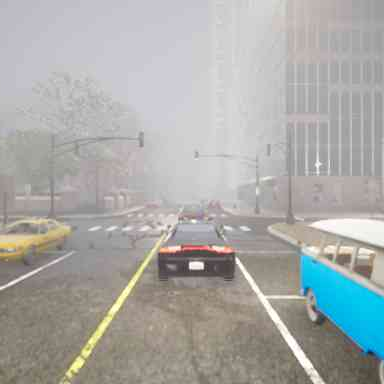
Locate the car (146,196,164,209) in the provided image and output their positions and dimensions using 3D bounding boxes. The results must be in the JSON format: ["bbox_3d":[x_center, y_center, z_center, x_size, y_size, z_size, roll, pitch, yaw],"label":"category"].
[{"bbox_3d":[-5.645,1.716,48.397,1.887,1.381,4.507,0,0,0],"label":"car"}]

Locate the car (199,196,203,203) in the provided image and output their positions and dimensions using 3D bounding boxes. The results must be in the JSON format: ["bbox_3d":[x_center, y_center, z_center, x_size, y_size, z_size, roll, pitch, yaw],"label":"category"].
[{"bbox_3d":[2.756,1.812,71.117,1.947,1.339,4.313,0,0,0],"label":"car"}]

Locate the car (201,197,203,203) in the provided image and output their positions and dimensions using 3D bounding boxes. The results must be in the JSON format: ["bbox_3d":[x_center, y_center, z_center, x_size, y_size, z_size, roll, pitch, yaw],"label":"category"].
[{"bbox_3d":[2.735,1.737,48.392,1.947,1.339,4.313,0,0,0],"label":"car"}]

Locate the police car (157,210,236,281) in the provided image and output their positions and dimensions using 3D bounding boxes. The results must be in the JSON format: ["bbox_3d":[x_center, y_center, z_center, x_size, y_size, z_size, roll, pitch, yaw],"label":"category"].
[{"bbox_3d":[0.108,1.540,10.127,2.038,1.542,4.974,0,0,0],"label":"police car"}]

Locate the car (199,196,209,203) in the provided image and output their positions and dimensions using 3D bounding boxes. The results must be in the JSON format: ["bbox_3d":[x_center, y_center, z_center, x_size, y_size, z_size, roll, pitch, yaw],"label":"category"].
[{"bbox_3d":[2.762,1.702,76.798,1.967,1.590,4.097,0,0,0],"label":"car"}]

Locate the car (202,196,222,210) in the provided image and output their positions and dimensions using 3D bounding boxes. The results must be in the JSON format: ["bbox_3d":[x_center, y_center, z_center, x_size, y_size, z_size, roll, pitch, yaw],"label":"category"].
[{"bbox_3d":[2.731,1.591,42.712,1.967,1.590,4.097,0,0,0],"label":"car"}]

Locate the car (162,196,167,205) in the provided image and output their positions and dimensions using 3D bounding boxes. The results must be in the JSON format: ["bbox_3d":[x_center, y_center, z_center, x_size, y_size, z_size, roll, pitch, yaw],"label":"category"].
[{"bbox_3d":[-5.640,1.742,54.080,2.008,1.369,4.403,0,0,0],"label":"car"}]

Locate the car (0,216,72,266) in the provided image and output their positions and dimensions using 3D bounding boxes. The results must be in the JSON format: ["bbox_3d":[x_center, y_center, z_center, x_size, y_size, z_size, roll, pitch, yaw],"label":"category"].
[{"bbox_3d":[-5.807,1.567,11.827,1.752,1.417,4.829,0,0,0],"label":"car"}]

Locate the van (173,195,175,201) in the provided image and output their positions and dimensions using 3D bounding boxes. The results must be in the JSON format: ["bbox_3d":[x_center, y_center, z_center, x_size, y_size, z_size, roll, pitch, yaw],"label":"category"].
[{"bbox_3d":[-5.602,1.639,93.863,1.690,1.788,3.998,0,0,0],"label":"van"}]

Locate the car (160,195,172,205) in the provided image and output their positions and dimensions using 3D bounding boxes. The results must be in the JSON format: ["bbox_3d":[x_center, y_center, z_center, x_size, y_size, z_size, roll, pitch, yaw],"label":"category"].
[{"bbox_3d":[-5.629,1.544,65.447,2.192,1.841,5.009,0,0,0],"label":"car"}]

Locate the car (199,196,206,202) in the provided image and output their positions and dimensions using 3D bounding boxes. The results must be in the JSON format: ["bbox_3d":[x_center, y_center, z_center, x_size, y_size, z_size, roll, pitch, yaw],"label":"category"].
[{"bbox_3d":[2.772,1.813,88.333,1.752,1.417,4.829,0,0,0],"label":"car"}]

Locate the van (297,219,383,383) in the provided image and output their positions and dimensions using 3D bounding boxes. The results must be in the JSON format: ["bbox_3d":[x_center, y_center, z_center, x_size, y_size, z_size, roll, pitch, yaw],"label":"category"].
[{"bbox_3d":[2.778,1.358,4.587,1.690,1.788,3.998,0,0,0],"label":"van"}]

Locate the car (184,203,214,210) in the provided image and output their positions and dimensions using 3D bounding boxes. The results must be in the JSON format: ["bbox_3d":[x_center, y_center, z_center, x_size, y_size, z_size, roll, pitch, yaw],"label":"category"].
[{"bbox_3d":[0.120,1.641,21.346,1.994,1.385,4.181,0,0,0],"label":"car"}]
